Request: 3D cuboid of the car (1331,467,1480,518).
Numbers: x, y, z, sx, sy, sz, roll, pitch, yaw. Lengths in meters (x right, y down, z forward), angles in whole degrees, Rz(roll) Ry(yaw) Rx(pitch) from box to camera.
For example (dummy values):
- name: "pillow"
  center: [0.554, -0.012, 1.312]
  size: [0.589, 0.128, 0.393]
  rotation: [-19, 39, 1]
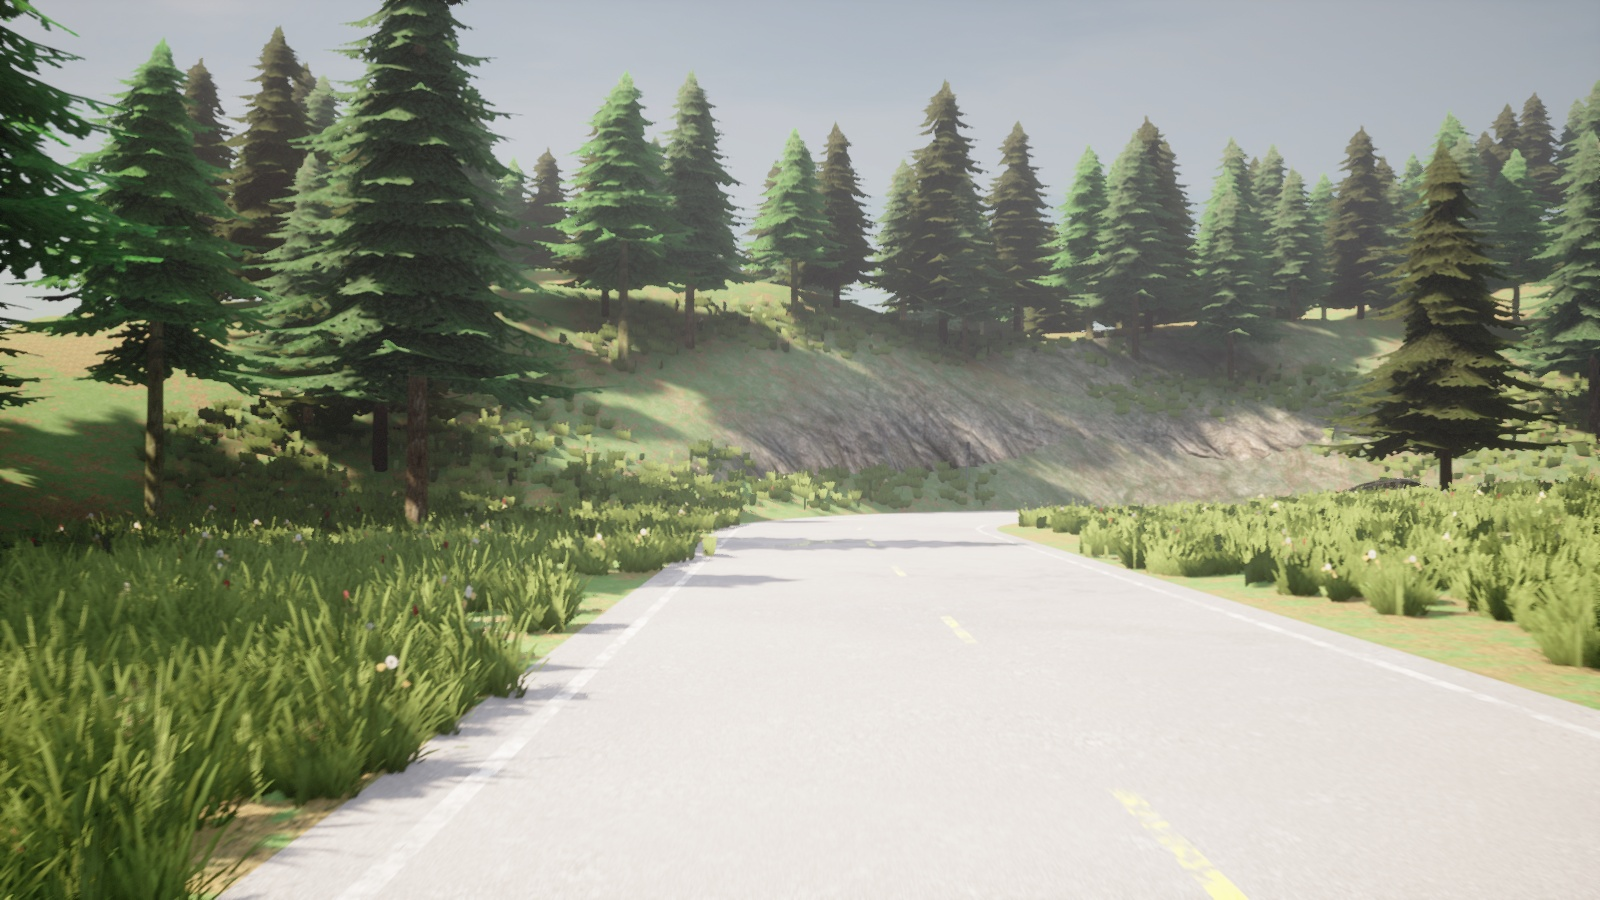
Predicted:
- name: "car"
  center: [23.946, 1.672, 49.780]
  size: [4.892, 1.490, 1.837]
  rotation: [-6, -2, 2]
